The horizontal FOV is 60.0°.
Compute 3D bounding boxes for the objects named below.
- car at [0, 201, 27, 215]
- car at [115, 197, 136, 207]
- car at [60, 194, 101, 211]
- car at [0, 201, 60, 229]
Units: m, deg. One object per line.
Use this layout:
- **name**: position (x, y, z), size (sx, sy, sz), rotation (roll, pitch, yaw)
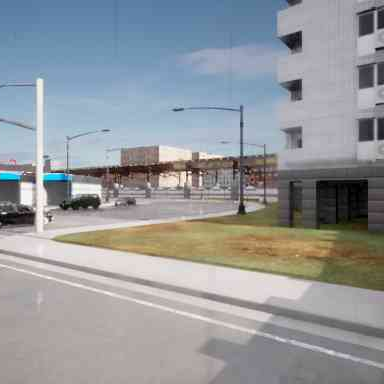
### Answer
- **car**: position (-19.701, 1.601, 33.931), size (1.895, 1.301, 4.718), rotation (0, 0, 37)
- **car**: position (-10.291, 1.491, 51.660), size (2.128, 1.511, 4.902), rotation (0, 0, 14)
- **car**: position (-14.060, 1.222, 42.250), size (2.150, 2.045, 5.566), rotation (0, 0, 29)
- **car**: position (-11.398, 1.505, 21.307), size (1.837, 1.490, 4.892), rotation (0, 0, 37)
